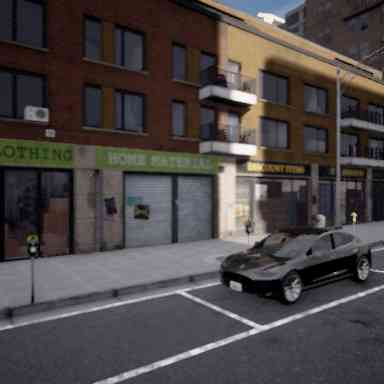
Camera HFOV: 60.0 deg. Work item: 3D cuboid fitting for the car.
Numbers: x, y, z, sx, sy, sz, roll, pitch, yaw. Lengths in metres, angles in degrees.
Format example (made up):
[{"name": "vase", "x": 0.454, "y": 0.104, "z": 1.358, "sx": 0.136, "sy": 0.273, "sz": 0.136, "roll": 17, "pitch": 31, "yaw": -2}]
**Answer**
[{"name": "car", "x": 2.677, "y": 1.559, "z": 8.099, "sx": 4.313, "sy": 1.339, "sz": 1.947, "roll": 0, "pitch": 0, "yaw": -36}]
